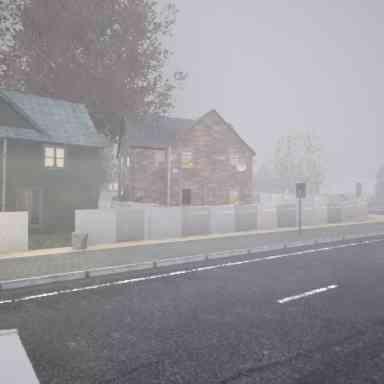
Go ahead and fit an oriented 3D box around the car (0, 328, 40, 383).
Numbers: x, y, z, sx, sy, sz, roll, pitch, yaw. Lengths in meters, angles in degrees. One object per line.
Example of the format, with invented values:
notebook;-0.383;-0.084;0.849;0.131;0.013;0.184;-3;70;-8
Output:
car;-3.191;1.600;1.400;4.718;1.301;1.895;0;0;-36

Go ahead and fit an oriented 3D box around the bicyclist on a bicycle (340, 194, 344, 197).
bicyclist on a bicycle;19.396;1.035;43.117;1.656;1.620;0.582;1;0;-20

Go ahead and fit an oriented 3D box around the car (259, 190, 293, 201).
car;12.131;0.752;45.961;2.150;2.045;5.566;1;0;-20

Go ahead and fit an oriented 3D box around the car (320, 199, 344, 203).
car;15.538;1.177;36.542;2.128;1.511;4.902;1;0;-20

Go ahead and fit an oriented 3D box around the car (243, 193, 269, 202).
car;11.020;0.962;57.669;2.033;1.411;5.357;1;0;-20

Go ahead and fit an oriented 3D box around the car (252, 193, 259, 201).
car;8.499;0.911;56.009;2.033;1.411;5.357;1;0;-19
